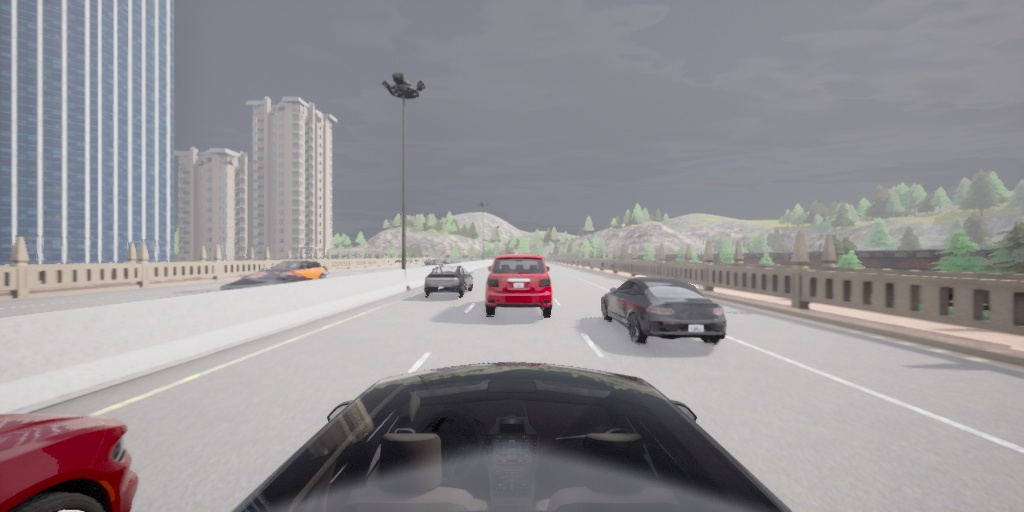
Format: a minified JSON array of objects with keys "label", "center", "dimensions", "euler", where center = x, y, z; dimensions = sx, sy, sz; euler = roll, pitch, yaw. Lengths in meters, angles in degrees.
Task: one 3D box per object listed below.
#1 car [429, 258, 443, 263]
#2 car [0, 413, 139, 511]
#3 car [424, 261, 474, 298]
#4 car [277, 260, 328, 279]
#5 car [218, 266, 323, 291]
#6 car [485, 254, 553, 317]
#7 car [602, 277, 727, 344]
[{"label":"car","center":[-12.620,1.183,63.838],"dimensions":[2.128,1.511,4.902],"euler":[0,0,2]},{"label":"car","center":[-3.389,1.228,0.242],"dimensions":[1.882,1.535,5.008],"euler":[0,0,0]},{"label":"car","center":[-3.120,1.224,18.437],"dimensions":[2.128,1.511,4.902],"euler":[0,0,1]},{"label":"car","center":[-13.729,1.076,22.494],"dimensions":[2.097,1.767,4.553],"euler":[0,0,1]},{"label":"car","center":[-10.400,1.296,15.486],"dimensions":[1.994,1.385,4.181],"euler":[0,0,1]},{"label":"car","center":[0.261,0.960,13.317],"dimensions":[2.150,2.045,5.566],"euler":[0,0,1]},{"label":"car","center":[3.695,1.270,9.417],"dimensions":[1.812,1.442,4.674],"euler":[0,0,1]}]
